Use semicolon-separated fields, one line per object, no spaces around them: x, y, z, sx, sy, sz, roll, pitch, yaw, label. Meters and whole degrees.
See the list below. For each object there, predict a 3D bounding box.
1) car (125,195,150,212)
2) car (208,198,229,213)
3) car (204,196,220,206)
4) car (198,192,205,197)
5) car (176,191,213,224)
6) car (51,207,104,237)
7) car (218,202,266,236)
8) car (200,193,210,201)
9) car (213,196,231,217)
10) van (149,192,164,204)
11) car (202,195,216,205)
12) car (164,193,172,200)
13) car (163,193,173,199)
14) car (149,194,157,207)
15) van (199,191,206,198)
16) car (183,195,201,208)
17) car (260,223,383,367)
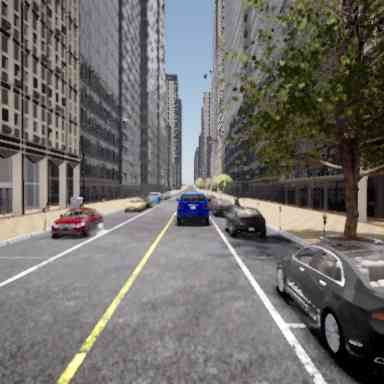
-5.736;1.260;34.014;1.752;1.417;4.829;0;0;0;car
2.644;1.314;34.194;1.802;1.307;4.206;0;0;0;car
2.630;1.202;45.587;1.947;1.339;4.313;0;0;0;car
2.574;0.797;91.164;1.802;1.307;4.206;0;1;0;car
0.070;1.043;23.418;2.150;2.045;5.566;0;1;0;car
-5.715;1.452;17.093;1.802;1.307;4.206;0;0;0;car
2.665;1.420;17.102;2.008;1.369;4.403;0;0;0;car
2.602;0.959;68.545;1.752;1.417;4.829;0;1;0;car
2.651;1.329;28.496;2.008;1.369;4.403;0;0;0;car
-5.758;0.929;51.273;1.690;1.788;3.998;0;0;0;van
2.623;1.132;51.285;1.887;1.381;4.507;0;0;0;car
-5.778;0.987;68.365;2.008;1.369;4.403;0;1;0;car
-5.792;0.880;79.760;2.008;1.369;4.403;0;1;0;car
-5.743;1.251;39.880;1.947;1.339;4.313;0;0;0;car
2.581;0.613;85.464;1.690;1.788;3.998;0;1;0;van
0.047;1.161;41.690;2.128;1.511;4.902;0;1;0;car
2.679;1.507;5.708;2.008;1.369;4.403;0;0;0;car
